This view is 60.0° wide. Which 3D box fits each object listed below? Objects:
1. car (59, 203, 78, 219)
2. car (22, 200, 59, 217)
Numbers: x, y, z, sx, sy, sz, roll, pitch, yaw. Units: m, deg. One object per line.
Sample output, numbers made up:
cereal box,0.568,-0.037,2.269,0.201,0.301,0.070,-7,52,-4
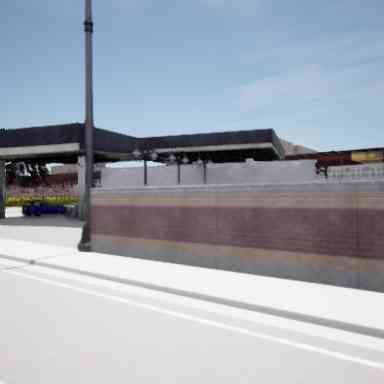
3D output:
car,-10.564,1.815,32.851,1.970,1.475,3.806,-1,-1,37
car,-15.638,1.729,35.655,2.242,1.667,4.611,-1,-1,37
